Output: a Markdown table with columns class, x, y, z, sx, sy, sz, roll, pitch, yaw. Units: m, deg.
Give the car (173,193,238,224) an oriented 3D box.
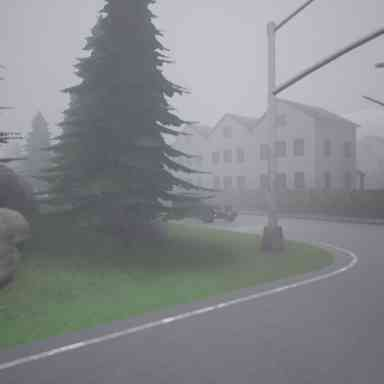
| class | x | y | z | sx | sy | sz | roll | pitch | yaw |
| --- | --- | --- | --- | --- | --- | --- | --- | --- | --- |
| car | 0.777 | 1.014 | 23.368 | 2.150 | 2.045 | 5.566 | -1 | 1 | -35 |
